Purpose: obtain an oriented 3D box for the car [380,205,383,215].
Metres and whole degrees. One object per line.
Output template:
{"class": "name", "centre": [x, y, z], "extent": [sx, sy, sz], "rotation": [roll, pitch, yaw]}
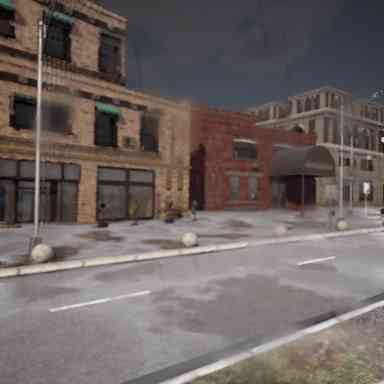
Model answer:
{"class": "car", "centre": [20.046, 1.475, 29.795], "extent": [2.435, 2.045, 5.566], "rotation": [1, 0, -35]}
